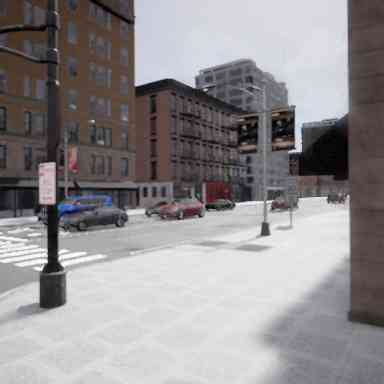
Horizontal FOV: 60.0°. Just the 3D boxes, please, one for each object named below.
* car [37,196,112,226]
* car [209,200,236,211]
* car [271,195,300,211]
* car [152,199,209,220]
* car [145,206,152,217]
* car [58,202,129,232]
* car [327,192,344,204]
[{"bbox_3d":[-8.088,1.304,23.812,2.150,2.045,5.566,-1,0,35],"label":"car"},{"bbox_3d":[3.372,1.599,40.018,1.895,1.301,4.718,-1,0,35],"label":"car"},{"bbox_3d":[11.119,1.274,39.396,2.097,1.767,4.553,-1,0,35],"label":"car"},{"bbox_3d":[-0.867,1.372,28.394,2.097,1.767,4.553,-1,0,35],"label":"car"},{"bbox_3d":[-2.472,1.567,31.756,1.812,1.442,4.674,-1,0,35],"label":"car"},{"bbox_3d":[-6.089,1.584,21.003,1.812,1.442,4.674,-1,0,37],"label":"car"},{"bbox_3d":[26.278,1.032,60.870,2.150,2.045,5.566,-1,0,35],"label":"car"}]
